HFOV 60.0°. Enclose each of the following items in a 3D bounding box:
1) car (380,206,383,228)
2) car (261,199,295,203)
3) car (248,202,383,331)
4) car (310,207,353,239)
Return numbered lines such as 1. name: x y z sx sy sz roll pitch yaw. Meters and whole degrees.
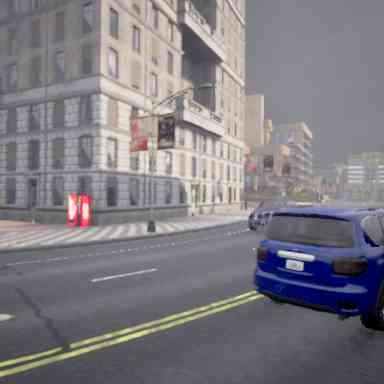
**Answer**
1. car: 15.417 1.892 25.288 1.812 1.442 4.674 0 -1 28
2. car: 5.507 1.468 21.854 2.150 2.045 5.566 0 -1 29
3. car: 3.614 1.323 7.391 5.566 2.045 2.150 1 0 -45
4. car: 8.616 1.766 20.290 1.837 1.490 4.892 0 -1 29
